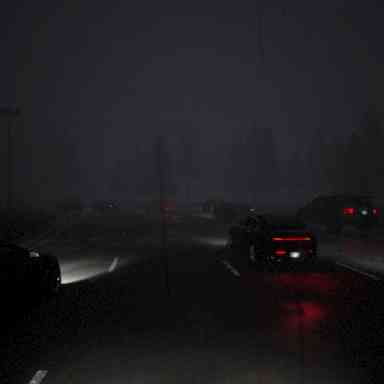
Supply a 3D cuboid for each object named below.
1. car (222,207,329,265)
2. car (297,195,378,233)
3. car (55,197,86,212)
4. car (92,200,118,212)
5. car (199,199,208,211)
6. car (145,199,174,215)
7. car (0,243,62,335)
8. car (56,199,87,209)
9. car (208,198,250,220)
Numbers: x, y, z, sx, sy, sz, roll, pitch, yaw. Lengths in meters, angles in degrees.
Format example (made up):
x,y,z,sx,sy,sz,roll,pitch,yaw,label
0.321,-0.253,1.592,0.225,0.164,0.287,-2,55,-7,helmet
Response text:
x,y,z,sx,sy,sz,roll,pitch,yaw,label
2.603,1.506,11.801,1.837,1.490,4.892,0,0,-7,car
8.387,1.212,19.863,2.150,2.045,5.566,0,-1,-12,car
-14.165,1.352,38.311,2.097,1.767,4.553,0,0,-37,car
-10.112,1.564,38.649,1.994,1.385,4.181,0,0,-33,car
2.492,1.478,38.473,1.882,1.535,5.008,0,0,-25,car
-3.418,1.477,34.270,1.882,1.535,5.008,0,0,-24,car
-3.805,1.564,5.807,1.994,1.385,4.181,0,0,-4,car
-16.780,1.601,46.130,4.718,1.301,1.895,0,0,39,car
3.208,1.493,25.964,2.128,1.511,4.902,0,0,-16,car
